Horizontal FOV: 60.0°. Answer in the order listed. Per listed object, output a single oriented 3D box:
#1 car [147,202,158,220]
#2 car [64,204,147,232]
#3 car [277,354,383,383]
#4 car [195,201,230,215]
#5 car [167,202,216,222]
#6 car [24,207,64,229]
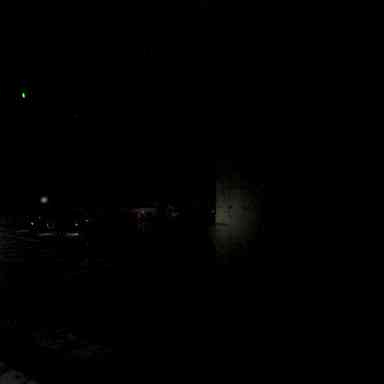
[{"bbox_3d":[-3.406,1.653,29.486,1.812,1.442,4.674,1,0,35],"label":"car"},{"bbox_3d":[-5.328,1.632,21.139,1.812,1.442,4.674,1,0,35],"label":"car"},{"bbox_3d":[2.408,1.545,1.243,4.507,1.381,1.887,0,1,35],"label":"car"},{"bbox_3d":[2.348,1.777,37.596,1.994,1.385,4.181,1,0,36],"label":"car"},{"bbox_3d":[0.023,1.677,28.706,2.128,1.511,4.902,1,0,35],"label":"car"},{"bbox_3d":[-8.542,1.652,22.229,1.895,1.301,4.718,1,0,35],"label":"car"}]
